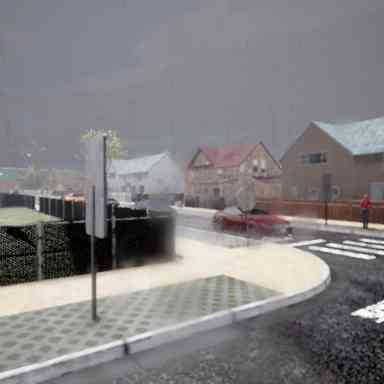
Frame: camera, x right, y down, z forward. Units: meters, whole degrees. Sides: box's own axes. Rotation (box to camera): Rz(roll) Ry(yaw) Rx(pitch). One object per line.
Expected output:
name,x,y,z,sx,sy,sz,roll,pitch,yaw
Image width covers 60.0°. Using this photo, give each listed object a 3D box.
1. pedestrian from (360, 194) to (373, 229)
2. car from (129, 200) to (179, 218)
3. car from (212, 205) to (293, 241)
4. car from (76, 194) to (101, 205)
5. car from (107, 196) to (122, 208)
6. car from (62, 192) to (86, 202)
pedestrian,9.155,1.013,17.603,0.375,1.860,0.375,0,0,-34
car,-3.073,1.306,25.153,2.033,1.411,5.357,0,1,-34
car,2.755,1.393,16.333,1.812,1.442,4.674,0,1,-30
car,-14.976,1.026,47.862,2.033,1.411,5.357,0,1,-35
car,-8.674,1.159,33.384,1.837,1.490,4.892,0,1,-34
car,-14.427,0.897,41.898,2.097,1.767,4.553,0,1,-34
